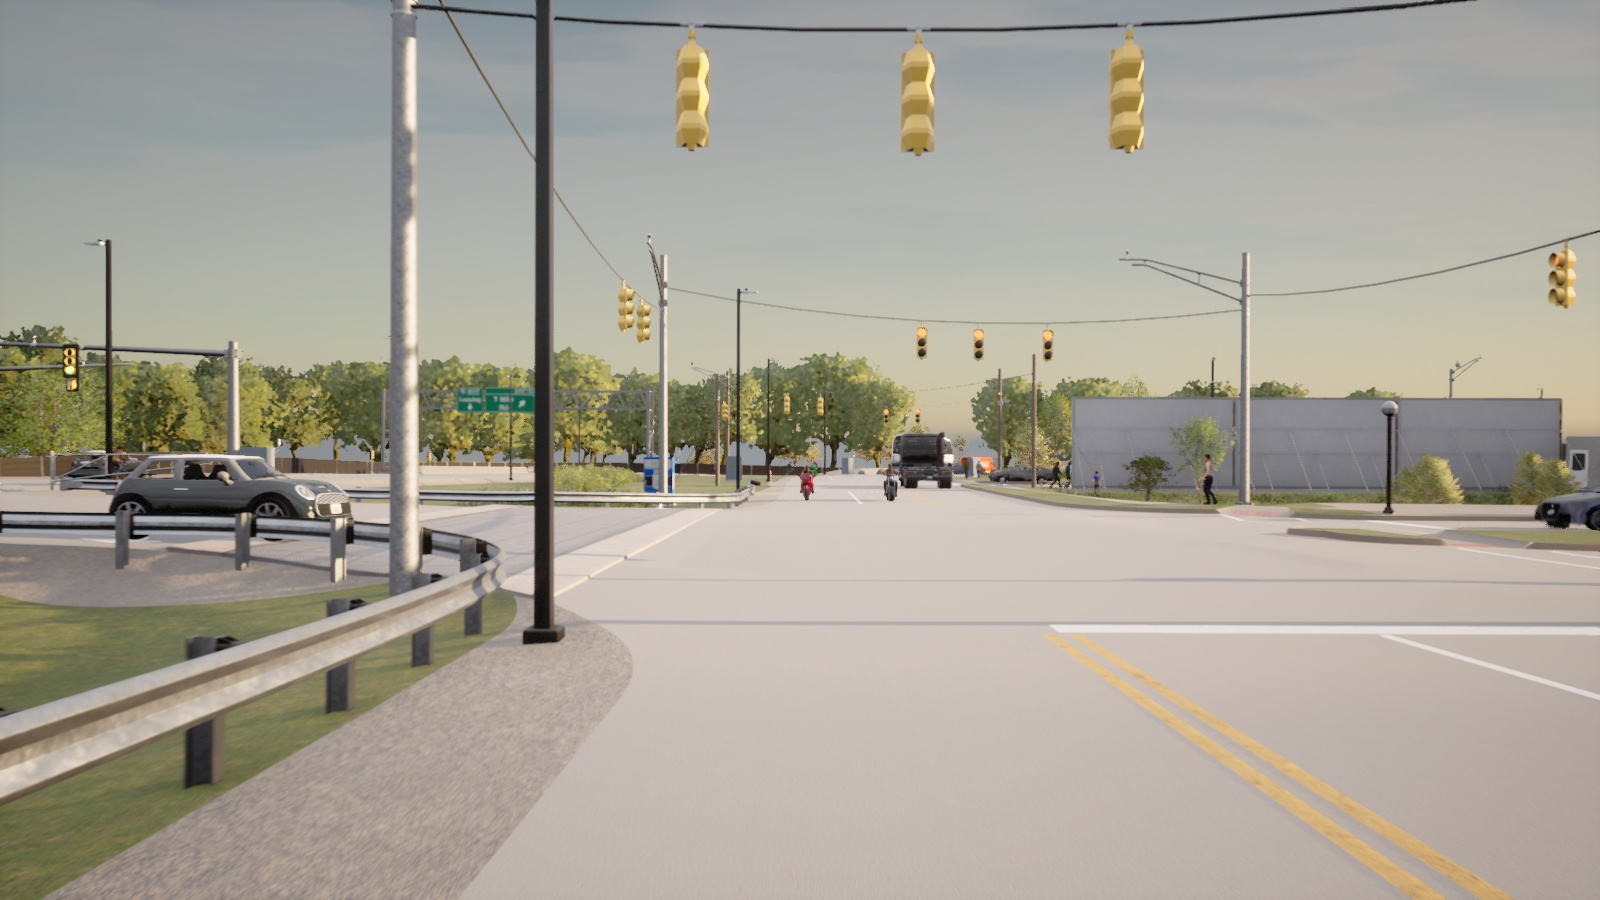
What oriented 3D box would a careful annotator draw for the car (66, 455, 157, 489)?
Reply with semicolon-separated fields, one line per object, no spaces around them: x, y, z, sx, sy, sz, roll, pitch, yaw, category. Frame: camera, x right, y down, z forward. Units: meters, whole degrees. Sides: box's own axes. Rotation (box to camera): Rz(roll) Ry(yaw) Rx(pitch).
-30.743;0.987;56.226;1.970;1.475;3.806;0;-1;1;car

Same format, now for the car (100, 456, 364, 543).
-10.029;0.861;22.362;3.806;1.475;1.970;0;-1;5;car

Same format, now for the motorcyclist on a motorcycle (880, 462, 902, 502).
3.821;1.329;52.937;0.766;1.649;2.350;0;0;0;motorcyclist on a motorcycle

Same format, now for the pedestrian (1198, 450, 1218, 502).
14.601;0.918;44.989;0.594;1.836;0.345;0;1;38;pedestrian

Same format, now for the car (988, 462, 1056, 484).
16.476;1.659;93.144;4.902;1.511;2.128;1;1;10;car

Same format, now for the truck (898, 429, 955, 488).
7.696;0.525;77.417;2.891;3.462;7.936;0;0;1;truck

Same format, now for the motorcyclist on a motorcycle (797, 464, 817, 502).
0.299;1.375;52.689;0.797;1.523;2.044;0;0;1;motorcyclist on a motorcycle

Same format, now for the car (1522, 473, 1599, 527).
22.360;1.343;34.250;4.181;1.385;1.994;0;0;0;car

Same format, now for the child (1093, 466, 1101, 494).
13.438;1.363;56.824;0.270;1.263;0.437;0;1;1;child
